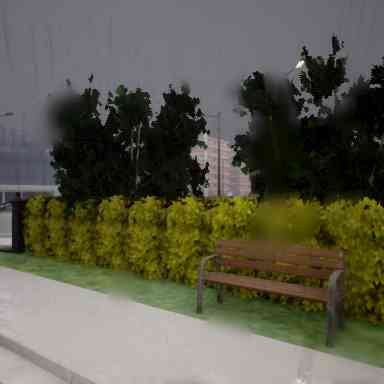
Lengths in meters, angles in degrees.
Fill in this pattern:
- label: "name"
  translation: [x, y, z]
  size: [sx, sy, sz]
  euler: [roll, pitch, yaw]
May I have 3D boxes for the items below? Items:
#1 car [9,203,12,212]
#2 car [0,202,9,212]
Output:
- label: "car"
  translation: [-16.616, 1.480, 35.837]
  size: [1.812, 1.442, 4.674]
  euler: [0, 0, 35]
- label: "car"
  translation: [-19.754, 1.520, 37.455]
  size: [1.994, 1.385, 4.181]
  euler: [0, 0, 35]
